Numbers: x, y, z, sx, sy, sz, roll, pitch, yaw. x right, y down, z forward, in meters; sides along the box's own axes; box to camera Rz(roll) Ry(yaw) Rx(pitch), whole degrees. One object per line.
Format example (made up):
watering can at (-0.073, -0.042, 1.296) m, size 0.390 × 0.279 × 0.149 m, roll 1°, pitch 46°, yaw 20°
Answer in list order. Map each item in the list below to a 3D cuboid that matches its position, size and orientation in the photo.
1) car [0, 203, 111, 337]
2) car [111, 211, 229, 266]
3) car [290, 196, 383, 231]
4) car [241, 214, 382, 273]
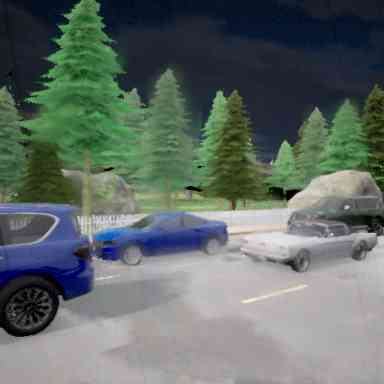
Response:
car at (-4.366, 1.223, 5.141) m, size 5.566 × 2.045 × 2.150 m, roll 0°, pitch 0°, yaw -35°
car at (-0.967, 1.478, 11.716) m, size 5.008 × 1.535 × 1.882 m, roll 0°, pitch 0°, yaw -34°
car at (7.540, 1.222, 17.030) m, size 5.566 × 2.045 × 2.150 m, roll 0°, pitch 0°, yaw -27°
car at (3.882, 1.601, 10.827) m, size 4.718 × 1.301 × 1.895 m, roll 0°, pitch 0°, yaw -33°
